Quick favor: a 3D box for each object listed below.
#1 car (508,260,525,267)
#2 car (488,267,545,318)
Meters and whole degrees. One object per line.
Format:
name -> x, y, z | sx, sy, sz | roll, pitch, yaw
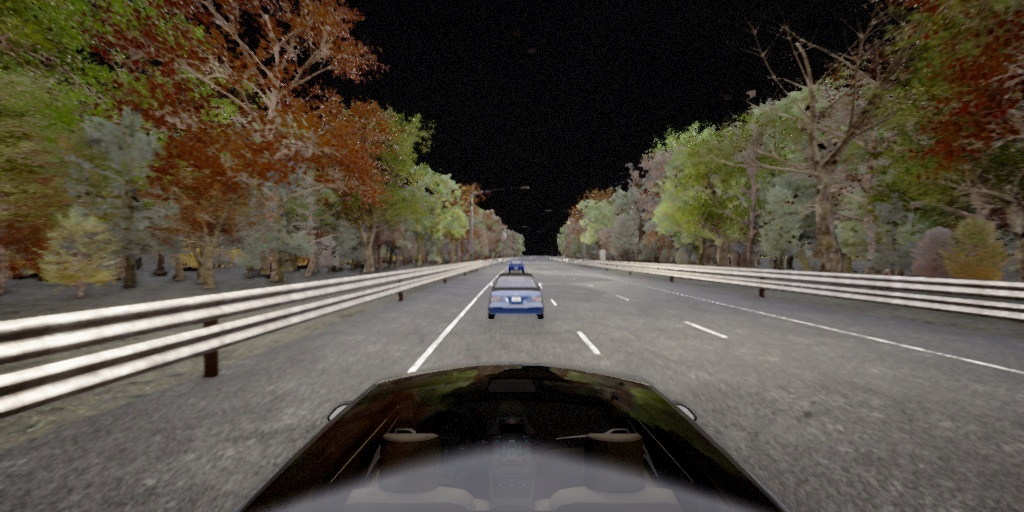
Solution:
car -> 0.552, 1.252, 44.880 | 1.882, 1.535, 5.008 | 0, 0, 1
car -> 0.134, 1.304, 12.933 | 2.033, 1.411, 5.357 | 0, 0, 0
